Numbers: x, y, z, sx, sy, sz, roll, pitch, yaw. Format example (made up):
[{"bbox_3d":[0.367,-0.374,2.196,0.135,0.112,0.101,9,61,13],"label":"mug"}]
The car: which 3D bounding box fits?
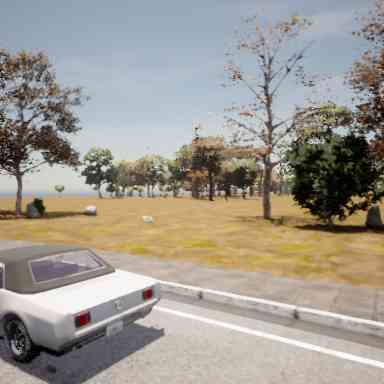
[{"bbox_3d":[-2.923,1.598,5.817,4.718,1.301,1.895,0,0,33],"label":"car"}]
